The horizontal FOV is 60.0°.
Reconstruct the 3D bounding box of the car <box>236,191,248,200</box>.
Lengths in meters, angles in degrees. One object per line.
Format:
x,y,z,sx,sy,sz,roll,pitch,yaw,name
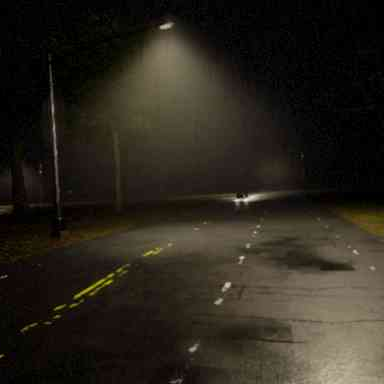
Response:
8.821,0.553,58.548,1.837,1.490,4.892,-3,2,15,car
